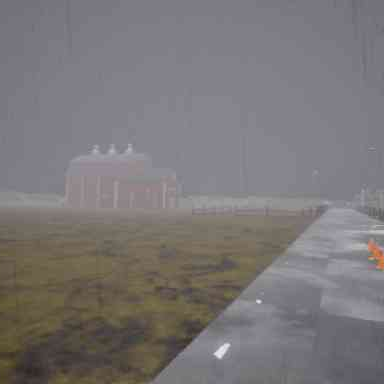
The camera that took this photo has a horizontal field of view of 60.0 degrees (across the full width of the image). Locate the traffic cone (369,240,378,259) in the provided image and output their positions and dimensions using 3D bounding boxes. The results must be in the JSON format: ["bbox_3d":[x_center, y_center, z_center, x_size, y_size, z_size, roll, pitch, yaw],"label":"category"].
[{"bbox_3d":[7.174,2.291,12.914,0.340,0.580,0.340,1,-1,24],"label":"traffic cone"}]

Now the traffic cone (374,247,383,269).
[{"bbox_3d":[6.376,2.246,11.081,0.340,0.580,0.340,1,-1,24],"label":"traffic cone"}]

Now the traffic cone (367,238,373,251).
[{"bbox_3d":[7.971,2.335,14.748,0.340,0.580,0.340,1,-1,24],"label":"traffic cone"}]
